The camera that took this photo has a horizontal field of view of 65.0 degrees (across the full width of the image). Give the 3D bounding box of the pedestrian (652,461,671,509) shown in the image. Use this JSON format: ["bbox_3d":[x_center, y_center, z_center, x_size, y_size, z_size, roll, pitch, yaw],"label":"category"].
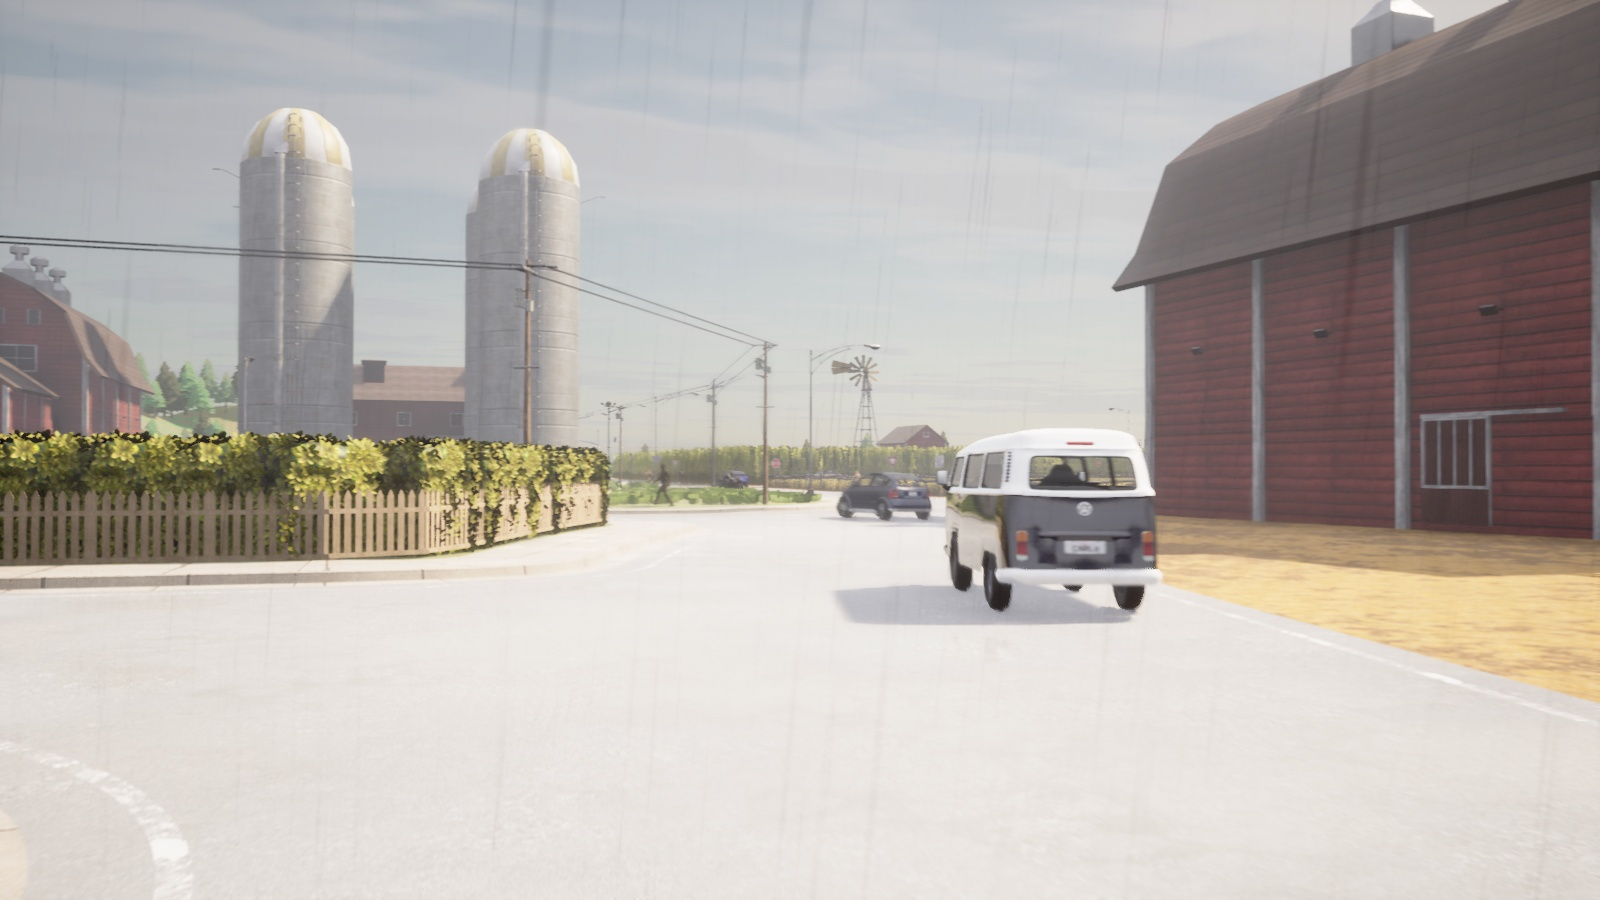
[{"bbox_3d":[-5.654,1.431,51.316,0.692,1.930,0.395,0,-1,-25],"label":"pedestrian"}]

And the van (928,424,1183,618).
[{"bbox_3d":[2.918,0.787,15.475,2.069,2.038,4.480,0,-1,-2],"label":"van"}]

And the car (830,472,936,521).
[{"bbox_3d":[2.706,1.505,41.593,1.789,1.549,3.705,1,-2,-28],"label":"car"}]

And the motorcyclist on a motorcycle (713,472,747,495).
[{"bbox_3d":[-4.792,2.319,86.555,2.191,1.530,0.866,0,1,8],"label":"motorcyclist on a motorcycle"}]
